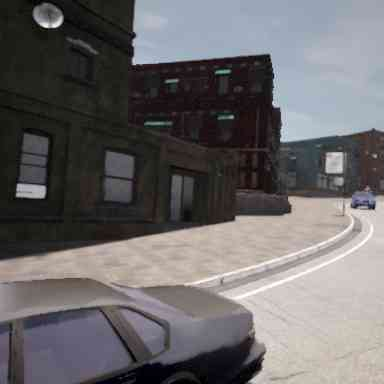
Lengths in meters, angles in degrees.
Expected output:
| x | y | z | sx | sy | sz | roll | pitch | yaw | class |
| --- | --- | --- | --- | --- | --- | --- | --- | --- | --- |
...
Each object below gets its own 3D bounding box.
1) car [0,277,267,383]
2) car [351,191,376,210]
| x | y | z | sx | sy | sz | roll | pitch | yaw | class |
| --- | --- | --- | --- | --- | --- | --- | --- | --- | --- |
| -1.728 | 1.574 | 2.766 | 5.357 | 1.411 | 2.033 | 0 | 0 | -37 | car |
| 19.887 | 0.968 | 38.677 | 2.150 | 2.045 | 5.566 | 2 | 1 | 21 | car |
